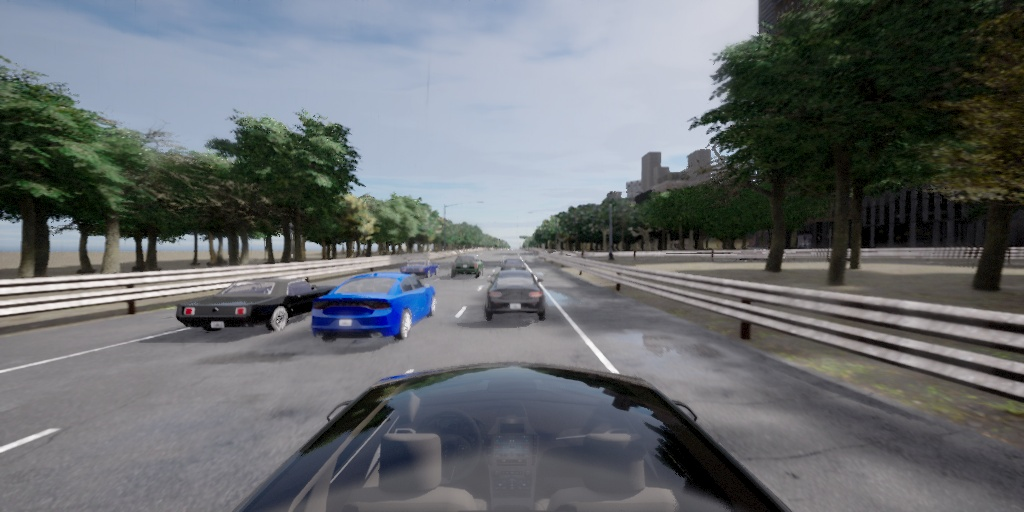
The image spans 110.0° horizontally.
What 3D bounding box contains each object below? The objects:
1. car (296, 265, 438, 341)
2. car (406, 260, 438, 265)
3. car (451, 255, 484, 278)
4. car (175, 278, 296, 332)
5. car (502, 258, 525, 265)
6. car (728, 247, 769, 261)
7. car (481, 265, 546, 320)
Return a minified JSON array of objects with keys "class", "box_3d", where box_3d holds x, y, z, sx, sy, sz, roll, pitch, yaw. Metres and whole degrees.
[{"class":"car","box_3d":[-3.402,1.184,9.796,1.882,1.535,5.008,0,1,0]},{"class":"car","box_3d":[-6.898,0.962,27.226,1.895,1.301,4.718,0,1,0]},{"class":"car","box_3d":[-3.401,0.690,28.138,2.097,1.767,4.553,0,1,0]},{"class":"car","box_3d":[-6.900,1.297,10.628,1.895,1.301,4.718,0,1,0]},{"class":"car","box_3d":[0.099,0.878,29.102,1.994,1.385,4.181,0,1,0]},{"class":"car","box_3d":[29.129,-0.292,43.815,2.097,1.767,4.553,-1,1,-40]},{"class":"car","box_3d":[0.099,1.203,12.263,1.812,1.442,4.674,0,1,0]}]
